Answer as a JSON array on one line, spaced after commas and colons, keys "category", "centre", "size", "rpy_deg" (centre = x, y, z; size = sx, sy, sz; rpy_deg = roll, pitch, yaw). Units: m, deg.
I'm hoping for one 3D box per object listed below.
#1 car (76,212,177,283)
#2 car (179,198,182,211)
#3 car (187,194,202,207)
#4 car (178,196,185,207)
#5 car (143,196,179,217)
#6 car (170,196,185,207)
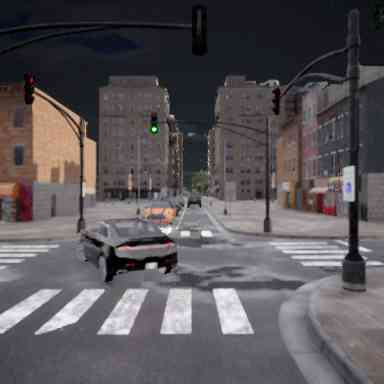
[{"category": "car", "centre": [-2.119, 1.535, 9.985], "size": [2.128, 1.511, 4.902], "rpy_deg": [0, 0, -29]}, {"category": "car", "centre": [-2.302, 1.640, 33.469], "size": [1.994, 1.385, 4.181], "rpy_deg": [0, 0, 0]}, {"category": "car", "centre": [0.371, 1.337, 52.581], "size": [2.150, 2.045, 5.566], "rpy_deg": [0, -1, 0]}, {"category": "car", "centre": [-2.305, 1.591, 43.328], "size": [2.128, 1.511, 4.902], "rpy_deg": [0, 0, 0]}, {"category": "car", "centre": [-2.325, 1.408, 24.534], "size": [2.097, 1.767, 4.553], "rpy_deg": [0, 0, 1]}, {"category": "car", "centre": [-2.281, 1.474, 53.583], "size": [2.097, 1.767, 4.553], "rpy_deg": [0, 0, 0]}]
